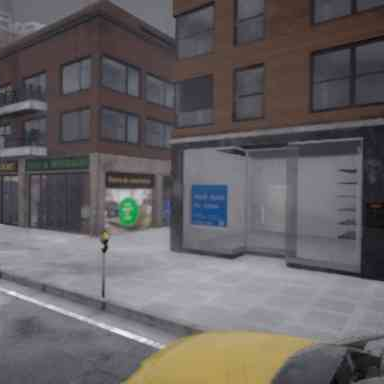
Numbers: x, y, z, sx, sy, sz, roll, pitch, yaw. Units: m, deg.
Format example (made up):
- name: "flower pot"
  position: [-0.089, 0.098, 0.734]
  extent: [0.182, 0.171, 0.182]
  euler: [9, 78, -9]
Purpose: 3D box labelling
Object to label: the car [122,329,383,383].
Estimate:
- name: "car"
  position: [1.544, 1.527, 1.970]
  extent: [4.829, 1.417, 1.752]
  euler: [0, 1, 36]
